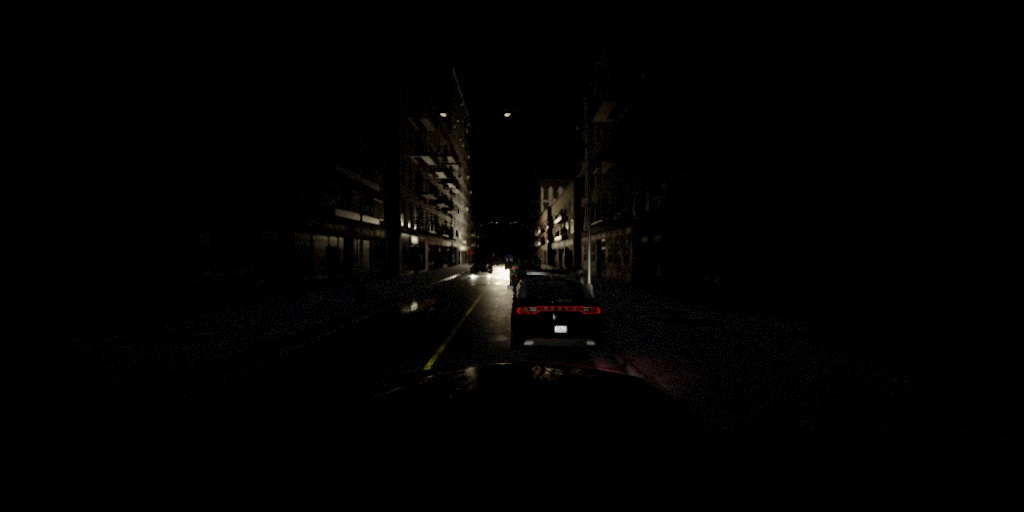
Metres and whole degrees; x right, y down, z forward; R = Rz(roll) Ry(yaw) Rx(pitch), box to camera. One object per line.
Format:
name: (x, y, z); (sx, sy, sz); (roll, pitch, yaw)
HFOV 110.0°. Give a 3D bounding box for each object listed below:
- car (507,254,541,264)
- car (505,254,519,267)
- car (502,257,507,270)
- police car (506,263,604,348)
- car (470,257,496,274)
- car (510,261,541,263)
car: (0.902, 0.859, 25.126); (2.150, 2.045, 5.566); (0, 0, 0)
car: (0.002, 0.771, 61.184); (2.150, 2.045, 5.566); (0, 0, 0)
car: (0.025, 1.174, 47.231); (1.895, 1.301, 4.718); (0, 0, 0)
police car: (0.900, 1.133, 9.205); (1.930, 1.638, 5.238); (0, 0, 0)
car: (-3.096, 0.948, 37.088); (2.097, 1.767, 4.553); (0, 0, 0)
car: (0.901, 1.186, 19.096); (1.812, 1.442, 4.674); (0, 0, 0)
